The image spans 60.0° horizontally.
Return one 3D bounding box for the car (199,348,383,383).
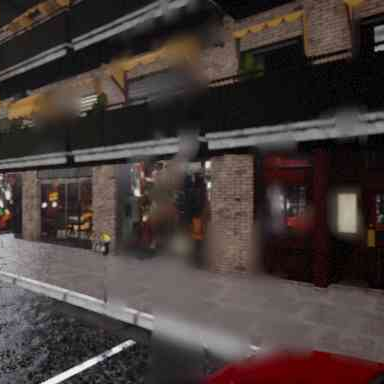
[{"bbox_3d":[1.900,1.550,1.376,4.507,1.381,1.887,0,0,36],"label":"car"}]
